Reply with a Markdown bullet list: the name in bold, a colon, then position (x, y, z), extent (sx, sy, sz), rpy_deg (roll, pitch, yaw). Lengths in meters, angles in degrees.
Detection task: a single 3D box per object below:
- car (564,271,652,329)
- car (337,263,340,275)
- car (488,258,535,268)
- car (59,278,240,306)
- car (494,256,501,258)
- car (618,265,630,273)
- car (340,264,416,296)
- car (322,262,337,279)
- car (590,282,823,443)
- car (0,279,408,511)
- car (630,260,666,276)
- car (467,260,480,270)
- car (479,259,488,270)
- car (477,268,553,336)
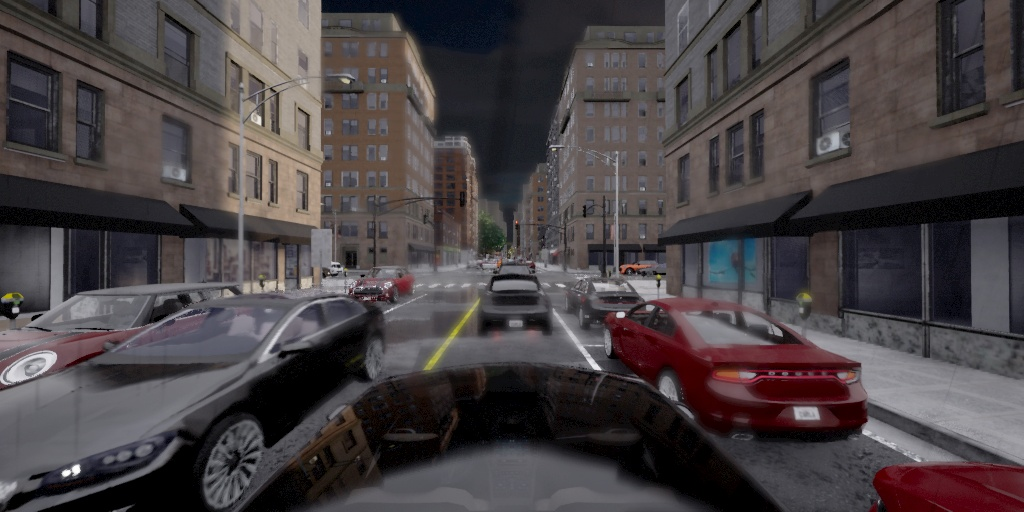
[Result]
- **car**: position (2.682, 1.303, 10.970), extent (2.007, 1.370, 4.403), rpy_deg (0, 0, 0)
- **car**: position (-18.369, 0.893, 32.491), extent (5.566, 2.045, 2.150), rpy_deg (0, 0, -1)
- **car**: position (0.119, 1.107, 17.809), extent (2.097, 1.767, 4.553), rpy_deg (0, 0, 0)
- **car**: position (-5.852, 1.190, 5.484), extent (1.967, 1.591, 4.097), rpy_deg (0, 0, 0)
- **car**: position (-3.178, 1.158, 60.818), extent (2.097, 1.767, 4.553), rpy_deg (0, 0, 0)
- **car**: position (14.020, 1.220, 39.348), extent (4.553, 1.767, 2.097), rpy_deg (0, 0, 0)
- **car**: position (-5.836, 1.194, 16.470), extent (1.967, 1.591, 4.097), rpy_deg (0, 0, 0)
- **car**: position (-17.478, 1.127, 29.248), extent (5.008, 1.535, 1.882), rpy_deg (0, 0, -2)
- **car**: position (2.675, 1.296, 5.479), extent (1.888, 1.381, 4.507), rpy_deg (0, 0, 0)
- **car**: position (-3.087, 1.242, 4.329), extent (2.128, 1.511, 4.902), rpy_deg (0, 0, 0)
- **car**: position (15.186, 1.394, 36.087), extent (5.357, 1.411, 2.033), rpy_deg (0, 0, 0)
- **car**: position (-5.915, 1.344, 54.831), extent (2.007, 1.370, 4.403), rpy_deg (0, 0, 0)
- **car**: position (-3.129, 1.388, 50.846), extent (1.895, 1.301, 4.718), rpy_deg (0, 0, 0)
- **car**: position (0.056, 1.257, 10.392), extent (1.837, 1.490, 4.892), rpy_deg (0, 0, -1)
